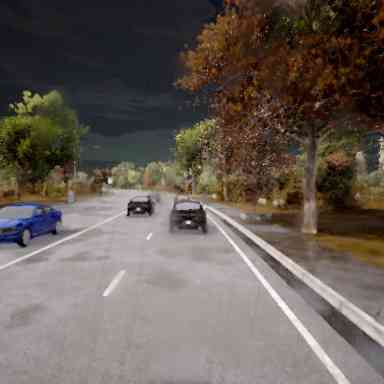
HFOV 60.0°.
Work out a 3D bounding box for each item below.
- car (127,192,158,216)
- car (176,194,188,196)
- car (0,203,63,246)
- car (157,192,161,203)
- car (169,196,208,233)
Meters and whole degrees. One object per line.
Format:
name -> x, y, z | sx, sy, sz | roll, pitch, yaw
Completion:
car -> -3.999, 1.057, 26.652 | 1.882, 1.535, 5.008 | 0, 1, -3
car -> -1.050, 0.950, 36.364 | 1.812, 1.442, 4.674 | 0, 1, -3
car -> -7.181, 1.256, 14.167 | 1.882, 1.535, 5.008 | 0, 1, -1
car -> -5.313, 0.757, 46.621 | 2.128, 1.511, 4.902 | 0, 1, -5
car -> -0.228, 1.196, 17.742 | 1.882, 1.535, 5.008 | 0, 1, -1
